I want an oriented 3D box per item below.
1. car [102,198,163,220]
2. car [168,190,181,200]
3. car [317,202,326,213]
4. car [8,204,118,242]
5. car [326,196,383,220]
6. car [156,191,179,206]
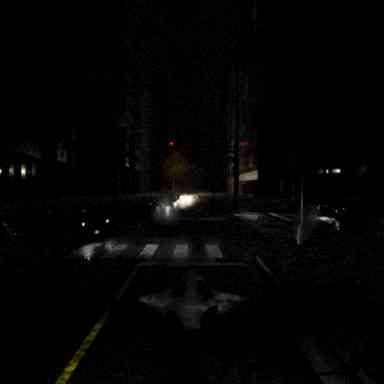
[{"bbox_3d":[-4.637,1.227,21.937,4.718,1.301,1.895,0,1,-27],"label":"car"},{"bbox_3d":[-3.134,0.494,59.428,2.128,1.511,4.902,0,1,0],"label":"car"},{"bbox_3d":[12.574,1.048,26.641,4.902,1.511,2.128,0,1,0],"label":"car"},{"bbox_3d":[-5.940,1.352,14.951,4.718,1.301,1.895,0,1,27],"label":"car"},{"bbox_3d":[12.141,1.180,23.392,4.181,1.385,1.994,0,1,0],"label":"car"},{"bbox_3d":[-3.137,0.883,39.466,2.033,1.411,5.357,0,1,4],"label":"car"}]
